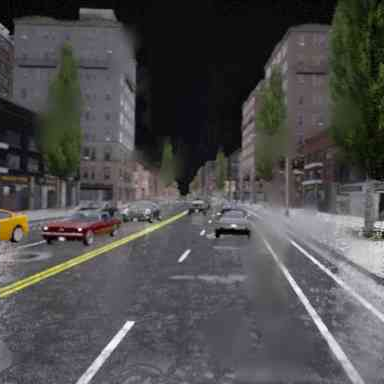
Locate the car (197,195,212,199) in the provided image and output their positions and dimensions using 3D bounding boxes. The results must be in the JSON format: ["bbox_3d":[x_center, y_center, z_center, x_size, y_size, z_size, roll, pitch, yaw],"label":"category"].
[{"bbox_3d":[1.606,1.420,47.855,2.150,2.045,5.566,1,0,4],"label":"car"}]

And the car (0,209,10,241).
[{"bbox_3d":[-6.054,1.125,5.606,2.150,2.045,5.566,1,0,9],"label":"car"}]

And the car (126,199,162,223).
[{"bbox_3d":[-3.688,1.360,25.268,2.097,1.767,4.553,1,0,6],"label":"car"}]

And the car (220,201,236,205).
[{"bbox_3d":[4.315,1.760,39.499,2.033,1.411,5.357,1,0,5],"label":"car"}]

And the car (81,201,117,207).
[{"bbox_3d":[-7.000,1.435,24.901,2.128,1.511,4.902,1,0,6],"label":"car"}]

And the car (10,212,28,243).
[{"bbox_3d":[-8.443,1.358,12.793,1.882,1.535,5.008,1,0,7],"label":"car"}]

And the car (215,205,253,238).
[{"bbox_3d":[2.307,1.660,18.442,1.994,1.385,4.181,1,0,6],"label":"car"}]

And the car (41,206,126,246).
[{"bbox_3d":[-4.861,1.554,15.288,1.895,1.301,4.718,1,0,7],"label":"car"}]

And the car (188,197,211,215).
[{"bbox_3d":[0.687,1.630,35.212,1.837,1.490,4.892,1,-1,5],"label":"car"}]
